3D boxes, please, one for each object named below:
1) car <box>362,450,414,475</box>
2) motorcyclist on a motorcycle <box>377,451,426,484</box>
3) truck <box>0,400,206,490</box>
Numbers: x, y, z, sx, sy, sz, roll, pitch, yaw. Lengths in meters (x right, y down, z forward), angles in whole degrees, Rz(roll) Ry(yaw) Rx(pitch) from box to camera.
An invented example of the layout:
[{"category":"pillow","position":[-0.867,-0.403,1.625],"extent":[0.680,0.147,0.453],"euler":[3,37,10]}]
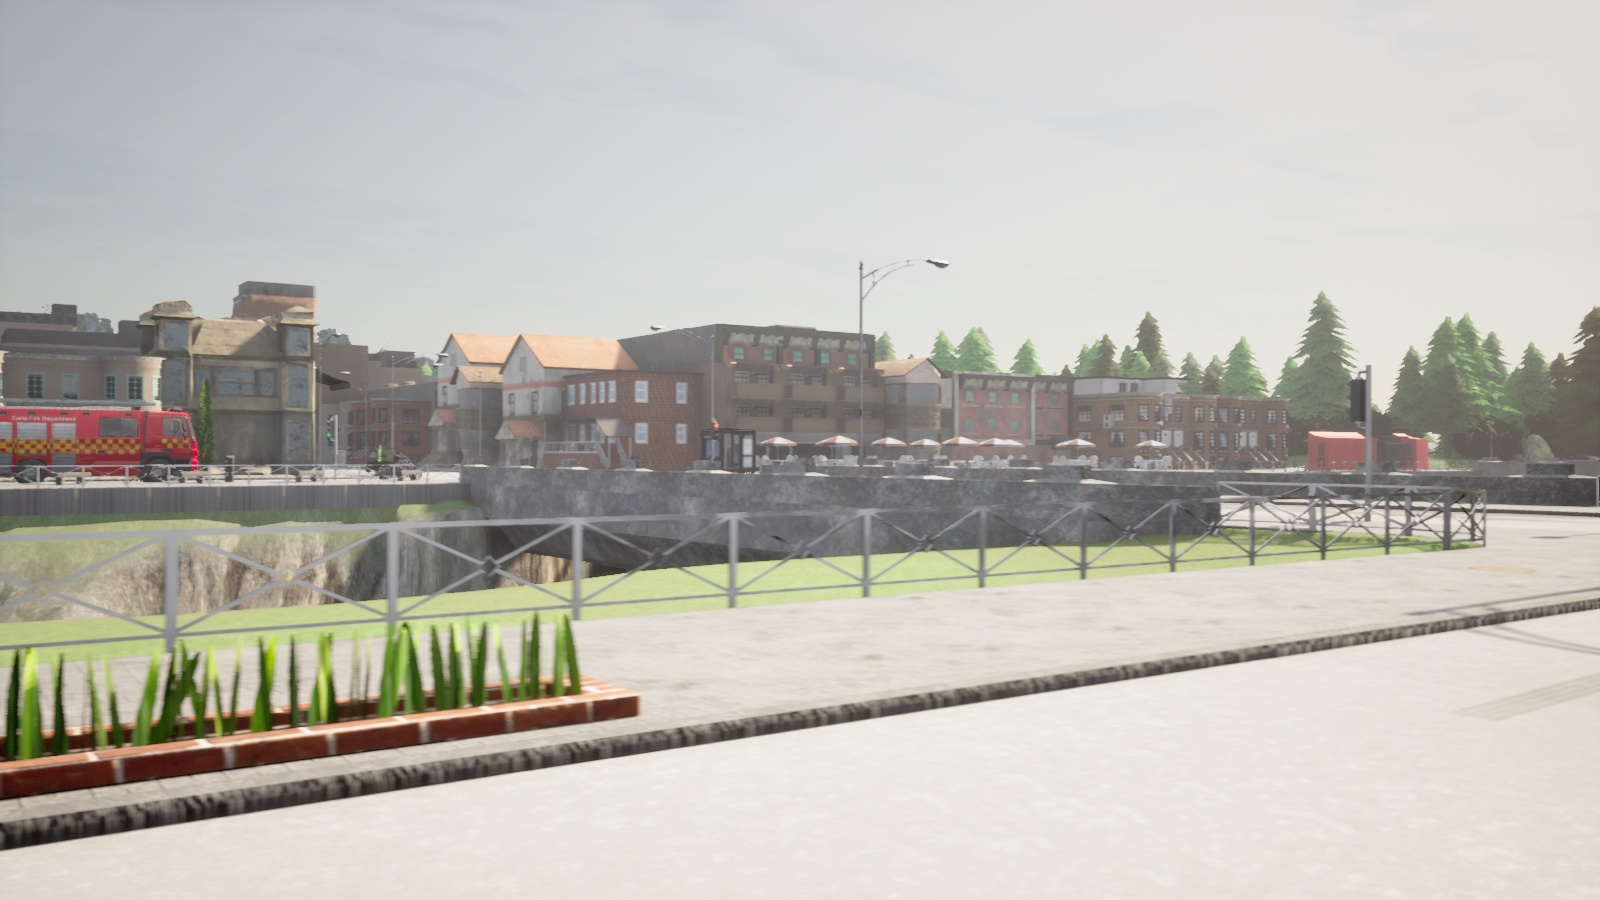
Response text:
[{"category":"car","position":[-28.848,0.866,87.930],"extent":[2.242,1.667,4.611],"euler":[0,0,-35]},{"category":"motorcyclist on a motorcycle","position":[-20.711,0.899,65.305],"extent":[2.350,1.649,0.766],"euler":[0,-1,-40]},{"category":"truck","position":[-31.961,-0.212,57.227],"extent":[8.468,3.827,2.891],"euler":[0,0,-35]}]
